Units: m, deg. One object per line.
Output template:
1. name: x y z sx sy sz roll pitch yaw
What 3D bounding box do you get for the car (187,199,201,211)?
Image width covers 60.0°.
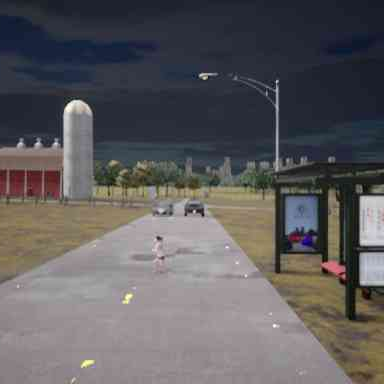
1. car: 0.262 1.628 44.140 1.812 1.442 4.674 0 -1 0

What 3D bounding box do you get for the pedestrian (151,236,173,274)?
1. pedestrian: -0.850 1.660 8.984 0.500 1.100 0.500 0 0 -15

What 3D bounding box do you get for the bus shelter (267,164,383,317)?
1. bus shelter: 3.158 0.862 7.861 1.920 2.740 3.880 0 0 0

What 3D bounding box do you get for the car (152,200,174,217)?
1. car: -2.710 1.516 31.781 2.128 1.511 4.902 0 0 0

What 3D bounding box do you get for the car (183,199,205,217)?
1. car: 0.224 1.528 31.982 1.837 1.490 4.892 0 -1 0
